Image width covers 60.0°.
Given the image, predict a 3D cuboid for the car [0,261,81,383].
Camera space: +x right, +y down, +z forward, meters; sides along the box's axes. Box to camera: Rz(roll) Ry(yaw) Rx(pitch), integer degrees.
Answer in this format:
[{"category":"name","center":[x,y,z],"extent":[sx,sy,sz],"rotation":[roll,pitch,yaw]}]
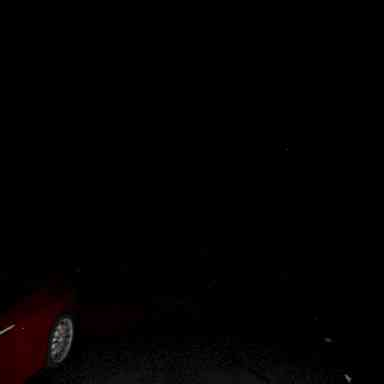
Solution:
[{"category":"car","center":[-2.711,1.502,3.110],"extent":[1.812,1.442,4.674],"rotation":[1,0,8]}]
